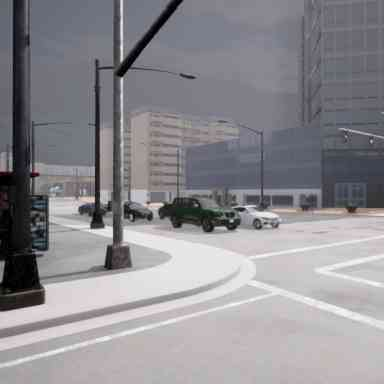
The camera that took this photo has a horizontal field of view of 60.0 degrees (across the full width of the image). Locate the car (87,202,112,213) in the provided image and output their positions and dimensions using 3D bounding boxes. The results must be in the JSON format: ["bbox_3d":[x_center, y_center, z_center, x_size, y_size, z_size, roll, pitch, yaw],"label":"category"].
[{"bbox_3d":[-12.734,2.060,45.719,1.994,1.385,4.181,0,-1,-35],"label":"car"}]

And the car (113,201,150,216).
[{"bbox_3d":[-6.903,1.841,37.626,2.128,1.511,4.902,0,-1,-36],"label":"car"}]

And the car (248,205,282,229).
[{"bbox_3d":[3.908,1.635,22.695,1.812,1.442,4.674,0,-1,-35],"label":"car"}]

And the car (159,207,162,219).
[{"bbox_3d":[-1.391,1.740,30.083,1.812,1.442,4.674,0,-1,-36],"label":"car"}]

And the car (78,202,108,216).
[{"bbox_3d":[-11.411,1.939,37.880,2.033,1.411,5.357,0,-1,-36],"label":"car"}]

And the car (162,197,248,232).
[{"bbox_3d":[0.641,1.335,21.264,2.150,2.045,5.566,0,-1,-36],"label":"car"}]

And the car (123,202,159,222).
[{"bbox_3d":[-5.165,1.741,29.264,1.837,1.490,4.892,0,-1,-36],"label":"car"}]
